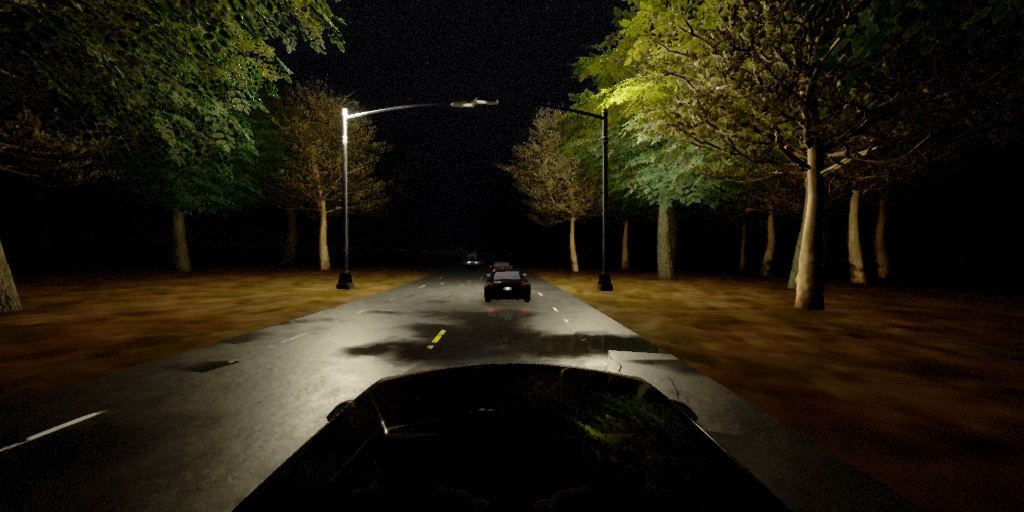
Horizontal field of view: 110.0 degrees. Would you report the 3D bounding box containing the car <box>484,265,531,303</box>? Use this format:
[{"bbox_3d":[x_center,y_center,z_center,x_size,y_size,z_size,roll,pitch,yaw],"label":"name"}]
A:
[{"bbox_3d":[-0.234,1.288,16.607,1.994,1.385,4.181,-1,0,-2],"label":"car"}]

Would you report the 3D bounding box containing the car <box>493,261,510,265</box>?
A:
[{"bbox_3d":[-0.906,1.169,31.646,2.033,1.411,5.357,0,1,-3],"label":"car"}]
